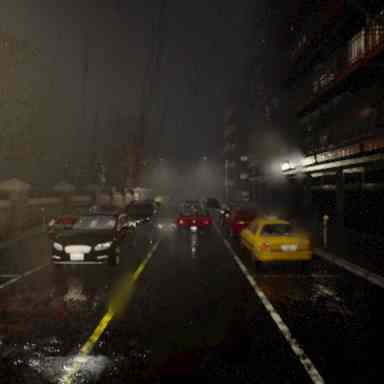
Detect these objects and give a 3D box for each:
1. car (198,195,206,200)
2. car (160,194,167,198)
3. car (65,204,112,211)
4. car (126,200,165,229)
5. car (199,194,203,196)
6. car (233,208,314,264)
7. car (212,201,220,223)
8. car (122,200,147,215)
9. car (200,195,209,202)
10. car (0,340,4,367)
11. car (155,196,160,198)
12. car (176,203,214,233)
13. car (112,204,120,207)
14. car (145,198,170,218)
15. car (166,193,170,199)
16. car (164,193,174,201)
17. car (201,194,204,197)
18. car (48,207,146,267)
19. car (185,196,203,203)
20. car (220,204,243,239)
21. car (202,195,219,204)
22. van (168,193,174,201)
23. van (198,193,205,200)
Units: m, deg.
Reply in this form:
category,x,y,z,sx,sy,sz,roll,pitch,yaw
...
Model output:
category,x,y,z,sx,sy,sz,roll,pitch,yaw
car,2.705,1.436,88.840,1.947,1.339,4.313,0,0,0
car,-5.682,1.434,55.460,1.752,1.417,4.829,0,0,0
car,-5.690,1.408,16.884,1.967,1.590,4.097,0,0,0
car,-3.078,1.466,21.548,1.837,1.490,4.892,0,0,0
car,2.699,1.468,61.165,1.947,1.339,4.313,0,0,0
car,2.690,1.503,11.518,1.752,1.417,4.829,0,0,0
car,2.692,1.510,22.419,2.008,1.369,4.403,0,0,0
car,-5.686,1.522,33.489,1.802,1.307,4.206,0,0,0
car,2.702,1.454,72.235,1.947,1.339,4.313,0,0,0
car,-3.070,1.545,1.198,2.033,1.411,5.357,0,0,4
car,-5.684,1.505,44.560,1.802,1.307,4.206,0,0,0
car,0.104,1.565,19.332,1.895,1.301,4.718,0,0,0
car,-5.689,1.504,22.419,1.887,1.381,4.507,0,0,0
car,-2.995,1.498,26.522,1.812,1.442,4.674,0,0,0
car,-5.681,1.452,61.166,2.008,1.369,4.403,0,0,0
car,-5.678,1.191,83.306,2.192,1.841,5.009,0,0,0
car,2.697,1.461,50.094,1.887,1.381,4.507,0,0,0
car,-3.088,1.470,11.375,2.128,1.511,4.902,0,0,0
car,0.084,1.530,40.925,1.895,1.301,4.718,0,0,0
car,2.691,1.513,16.883,1.887,1.381,4.507,0,0,0
car,2.696,1.468,44.559,1.887,1.381,4.507,0,0,0
van,-5.679,1.223,77.770,1.690,1.788,3.998,0,0,0
van,2.705,1.205,94.375,1.690,1.788,3.998,0,0,0
